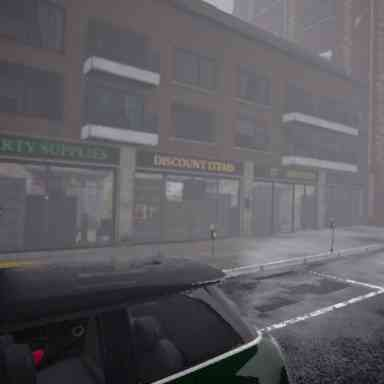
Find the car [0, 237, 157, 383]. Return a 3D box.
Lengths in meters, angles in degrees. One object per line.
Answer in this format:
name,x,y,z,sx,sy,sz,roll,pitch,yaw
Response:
car,-2.973,1.523,3.956,4.829,1.417,1.752,1,1,-35

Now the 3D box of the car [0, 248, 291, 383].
car,-1.450,1.351,2.041,4.553,1.767,2.097,1,0,-35
